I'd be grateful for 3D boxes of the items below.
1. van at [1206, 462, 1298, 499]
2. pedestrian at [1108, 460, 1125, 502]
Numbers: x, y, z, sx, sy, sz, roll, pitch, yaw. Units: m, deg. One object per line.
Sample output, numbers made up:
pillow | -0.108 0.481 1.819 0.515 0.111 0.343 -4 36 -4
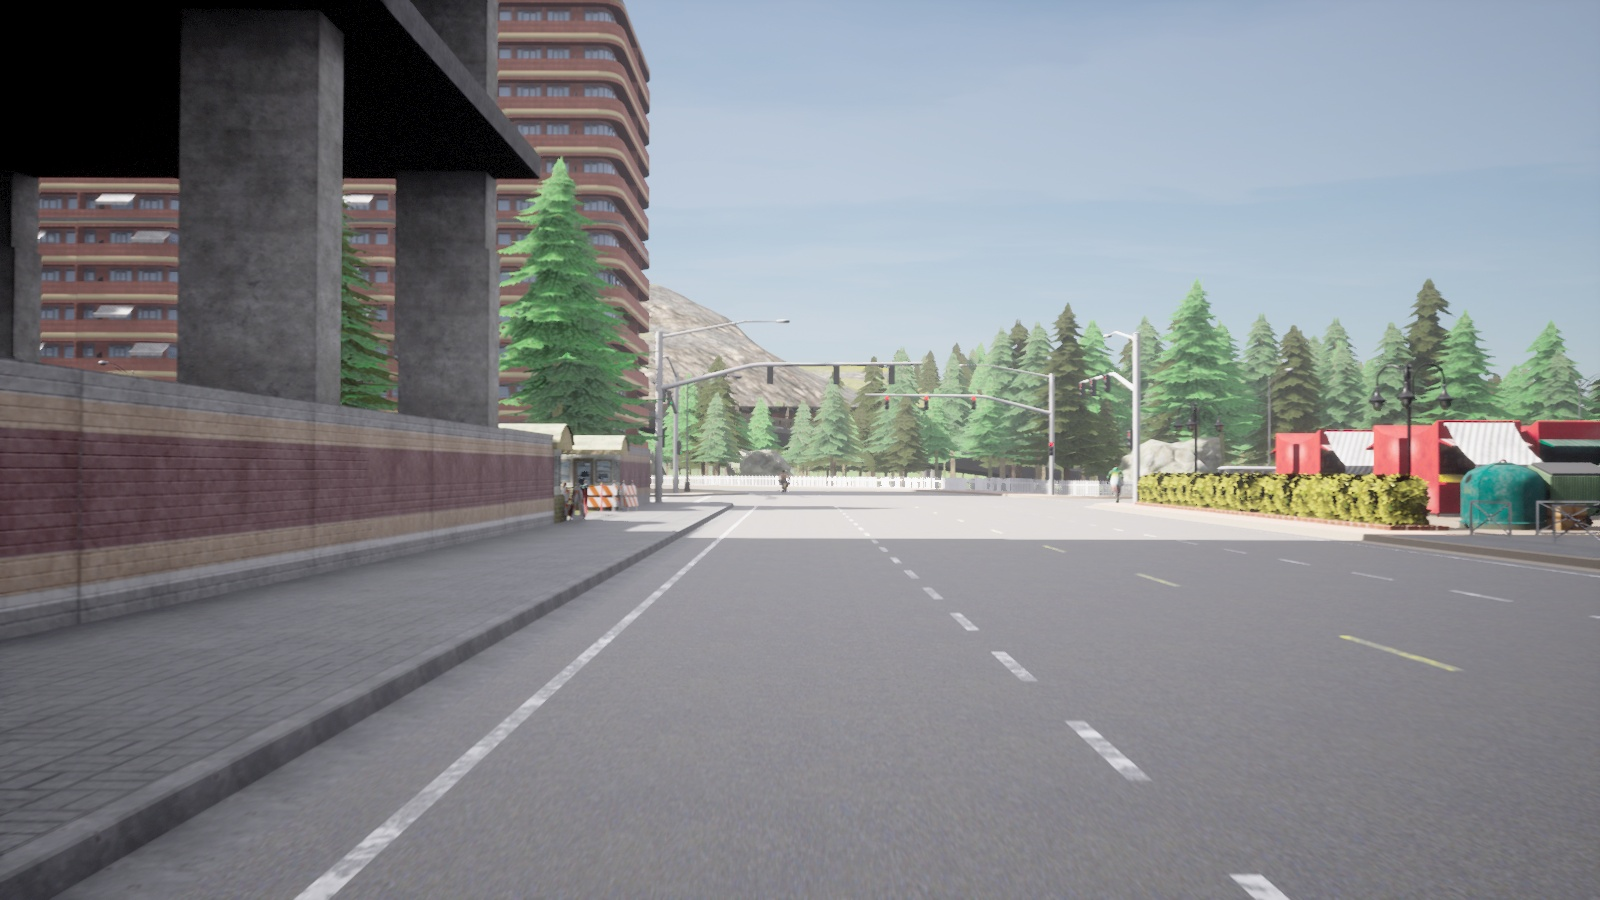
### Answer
van | 25.159 1.694 69.955 4.442 1.987 1.775 0 -1 0
pedestrian | 14.815 1.453 58.780 0.659 1.952 0.873 0 -1 7
